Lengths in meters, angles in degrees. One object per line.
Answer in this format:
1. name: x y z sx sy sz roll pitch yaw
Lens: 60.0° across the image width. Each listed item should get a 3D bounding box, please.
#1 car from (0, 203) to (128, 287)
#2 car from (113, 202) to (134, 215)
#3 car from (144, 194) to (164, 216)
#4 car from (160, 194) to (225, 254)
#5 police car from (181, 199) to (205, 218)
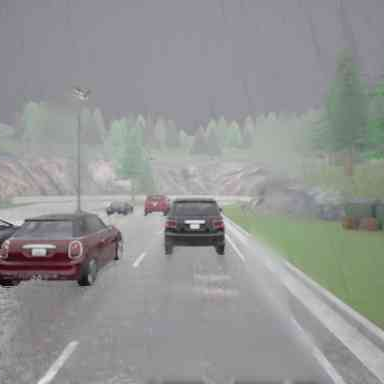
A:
1. car: -3.407 1.359 9.538 2.097 1.767 4.553 0 0 0
2. car: -6.906 1.624 32.456 1.895 1.301 4.718 0 0 0
3. car: -3.405 1.245 33.082 2.150 2.045 5.566 0 0 0
4. car: 0.096 1.231 13.641 2.150 2.045 5.566 0 0 0
5. police car: 0.093 1.527 31.541 2.038 1.542 4.974 0 0 0
